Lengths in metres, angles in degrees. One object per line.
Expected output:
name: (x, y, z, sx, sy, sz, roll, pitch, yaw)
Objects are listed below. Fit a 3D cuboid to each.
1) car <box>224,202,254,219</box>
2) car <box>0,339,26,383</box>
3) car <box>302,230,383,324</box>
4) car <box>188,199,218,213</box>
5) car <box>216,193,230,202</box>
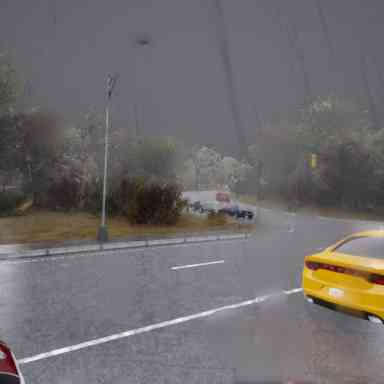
car: (4.666, 2.140, 35.443, 1.895, 1.301, 4.718, 3, -1, -22)
car: (-3.190, 1.353, 1.475, 4.553, 1.767, 2.097, 0, 0, -35)
car: (4.400, 1.542, 6.895, 5.008, 1.535, 1.882, 1, -1, -35)
car: (1.472, 1.918, 44.055, 1.837, 1.490, 4.892, 2, 0, -18)
car: (6.475, 1.113, 70.304, 2.150, 2.045, 5.566, 2, 2, -6)
